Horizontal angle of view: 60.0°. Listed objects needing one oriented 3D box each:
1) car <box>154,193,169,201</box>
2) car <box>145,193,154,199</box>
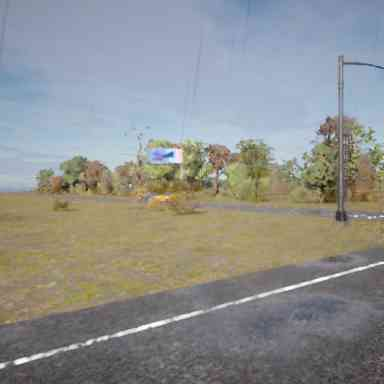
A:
[{"bbox_3d":[-4.721,1.008,62.151,2.097,1.767,4.553,0,0,-33],"label":"car"},{"bbox_3d":[-7.937,1.002,66.860,2.097,1.767,4.553,0,0,-34],"label":"car"}]
